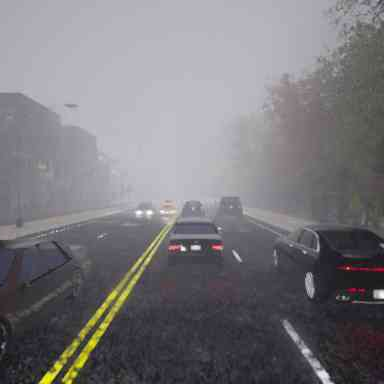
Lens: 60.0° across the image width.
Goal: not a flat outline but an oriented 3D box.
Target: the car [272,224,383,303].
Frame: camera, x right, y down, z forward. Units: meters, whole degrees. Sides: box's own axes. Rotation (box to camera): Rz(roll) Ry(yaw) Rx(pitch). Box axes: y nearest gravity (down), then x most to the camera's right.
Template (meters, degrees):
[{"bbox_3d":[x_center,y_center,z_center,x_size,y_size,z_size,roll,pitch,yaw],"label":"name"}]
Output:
[{"bbox_3d":[3.350,1.556,8.277,1.837,1.490,4.892,0,0,0],"label":"car"}]

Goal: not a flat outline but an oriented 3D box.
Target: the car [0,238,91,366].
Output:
[{"bbox_3d":[-3.350,1.583,5.816,2.033,1.411,5.357,0,0,0],"label":"car"}]

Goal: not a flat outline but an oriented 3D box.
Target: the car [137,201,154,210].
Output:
[{"bbox_3d":[-6.577,1.881,47.417,1.895,1.301,4.718,0,0,0],"label":"car"}]

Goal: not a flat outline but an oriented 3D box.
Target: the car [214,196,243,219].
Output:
[{"bbox_3d":[3.353,1.406,31.106,2.150,2.045,5.566,0,0,0],"label":"car"}]

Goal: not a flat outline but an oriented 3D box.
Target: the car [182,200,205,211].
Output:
[{"bbox_3d":[0.104,1.539,31.611,2.097,1.767,4.553,0,0,0],"label":"car"}]

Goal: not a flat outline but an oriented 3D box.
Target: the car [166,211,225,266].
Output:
[{"bbox_3d":[0.102,1.618,11.798,2.033,1.411,5.357,0,0,0],"label":"car"}]

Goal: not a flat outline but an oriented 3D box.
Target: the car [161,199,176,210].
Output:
[{"bbox_3d":[-3.325,1.759,47.609,1.882,1.535,5.008,0,0,0],"label":"car"}]
